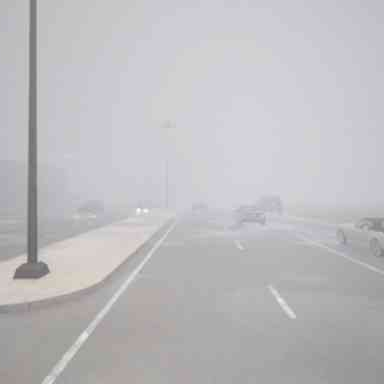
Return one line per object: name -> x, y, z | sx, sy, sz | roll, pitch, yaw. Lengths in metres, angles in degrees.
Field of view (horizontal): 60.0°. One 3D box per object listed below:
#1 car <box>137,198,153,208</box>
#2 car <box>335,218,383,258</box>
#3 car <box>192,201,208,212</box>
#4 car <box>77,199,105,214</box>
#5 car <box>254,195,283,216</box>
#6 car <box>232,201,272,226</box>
car -> -6.965, 1.606, 49.557 | 2.128, 1.511, 4.902 | 0, 0, 2
car -> 7.343, 1.647, 12.931 | 1.895, 1.301, 4.718 | 0, 0, 1
car -> 0.957, 1.708, 41.158 | 1.895, 1.301, 4.718 | 0, 0, 1
car -> -10.849, 1.550, 35.977 | 1.882, 1.535, 5.008 | 0, 0, 1
car -> 7.814, 1.324, 34.544 | 2.150, 2.045, 5.566 | 0, 0, 1
car -> 4.085, 1.617, 24.259 | 2.033, 1.411, 5.357 | 0, 0, 1
